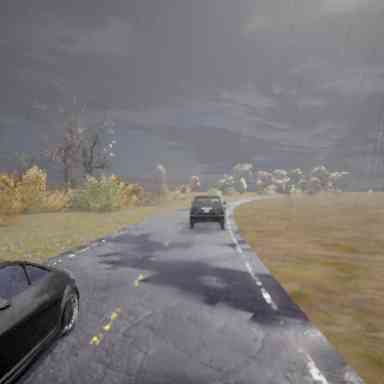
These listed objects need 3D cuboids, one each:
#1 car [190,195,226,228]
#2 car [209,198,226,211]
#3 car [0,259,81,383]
[{"bbox_3d":[1.072,1.204,22.070,2.150,2.045,5.566,0,0,5],"label":"car"},{"bbox_3d":[3.133,1.485,40.221,1.812,1.442,4.674,0,0,8],"label":"car"},{"bbox_3d":[-2.876,1.558,3.892,1.994,1.385,4.181,0,0,1],"label":"car"}]
